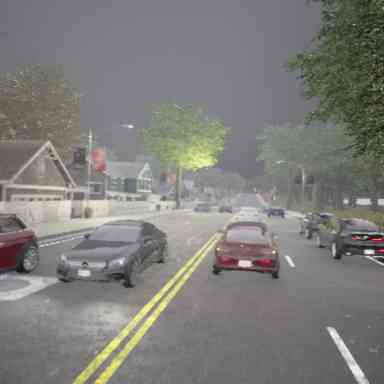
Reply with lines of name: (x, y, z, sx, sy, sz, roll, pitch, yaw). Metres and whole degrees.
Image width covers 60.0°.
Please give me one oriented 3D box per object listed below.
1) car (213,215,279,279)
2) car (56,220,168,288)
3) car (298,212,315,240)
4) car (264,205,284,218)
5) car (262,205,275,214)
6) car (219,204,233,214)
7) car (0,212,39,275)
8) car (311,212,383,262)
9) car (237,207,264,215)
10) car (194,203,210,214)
car: (1.753, 1.685, 10.697, 1.812, 1.442, 4.674, 2, -1, 10)
car: (-1.957, 1.563, 9.607, 1.812, 1.442, 4.674, 2, -1, 10)
car: (7.520, 1.943, 19.657, 1.837, 1.490, 4.892, 2, -1, 10)
car: (10.464, 2.393, 41.714, 1.882, 1.535, 5.008, 2, -1, 10)
car: (13.123, 2.977, 57.095, 1.895, 1.301, 4.718, 2, -2, 10)
car: (5.119, 2.470, 49.599, 2.033, 1.411, 5.357, 2, -1, 10)
car: (-5.606, 1.259, 7.532, 2.097, 1.767, 4.553, 2, -1, 10)
car: (6.477, 1.840, 13.748, 1.837, 1.490, 4.892, 2, -1, 10)
car: (4.793, 2.001, 27.934, 1.812, 1.442, 4.674, 2, -1, 10)
car: (1.503, 2.288, 47.810, 1.812, 1.442, 4.674, 2, -1, 10)
